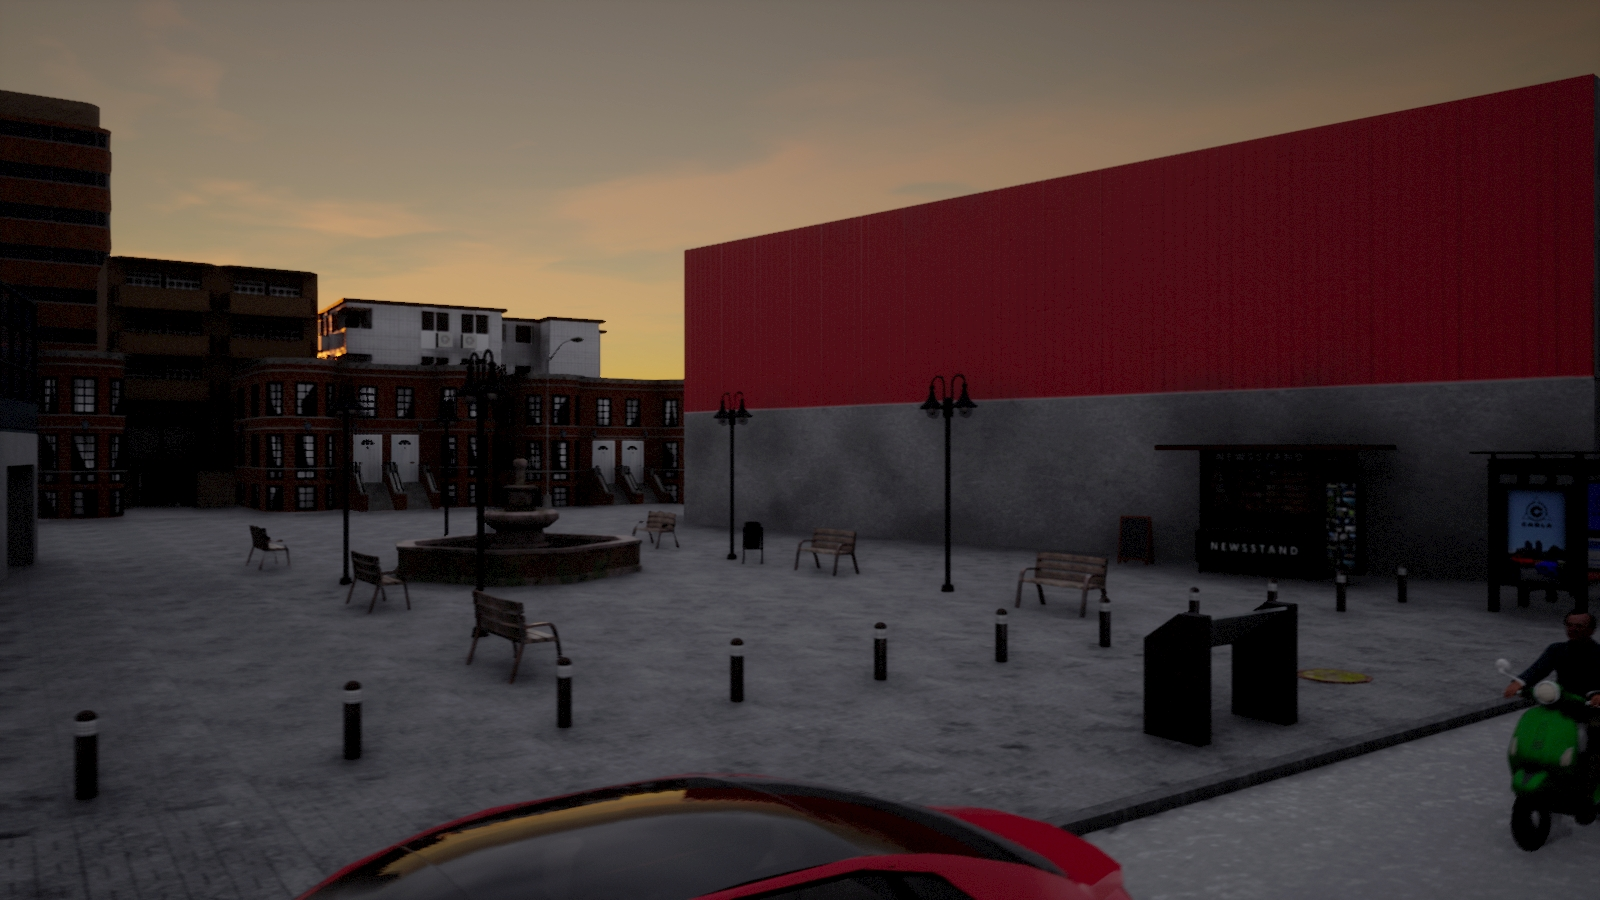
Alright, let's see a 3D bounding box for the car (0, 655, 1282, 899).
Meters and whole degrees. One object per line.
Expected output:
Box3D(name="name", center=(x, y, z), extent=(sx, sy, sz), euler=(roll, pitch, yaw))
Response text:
Box3D(name="car", center=(-0.818, 1.841, 3.835), extent=(4.892, 1.480, 2.231), euler=(0, 0, -35))
